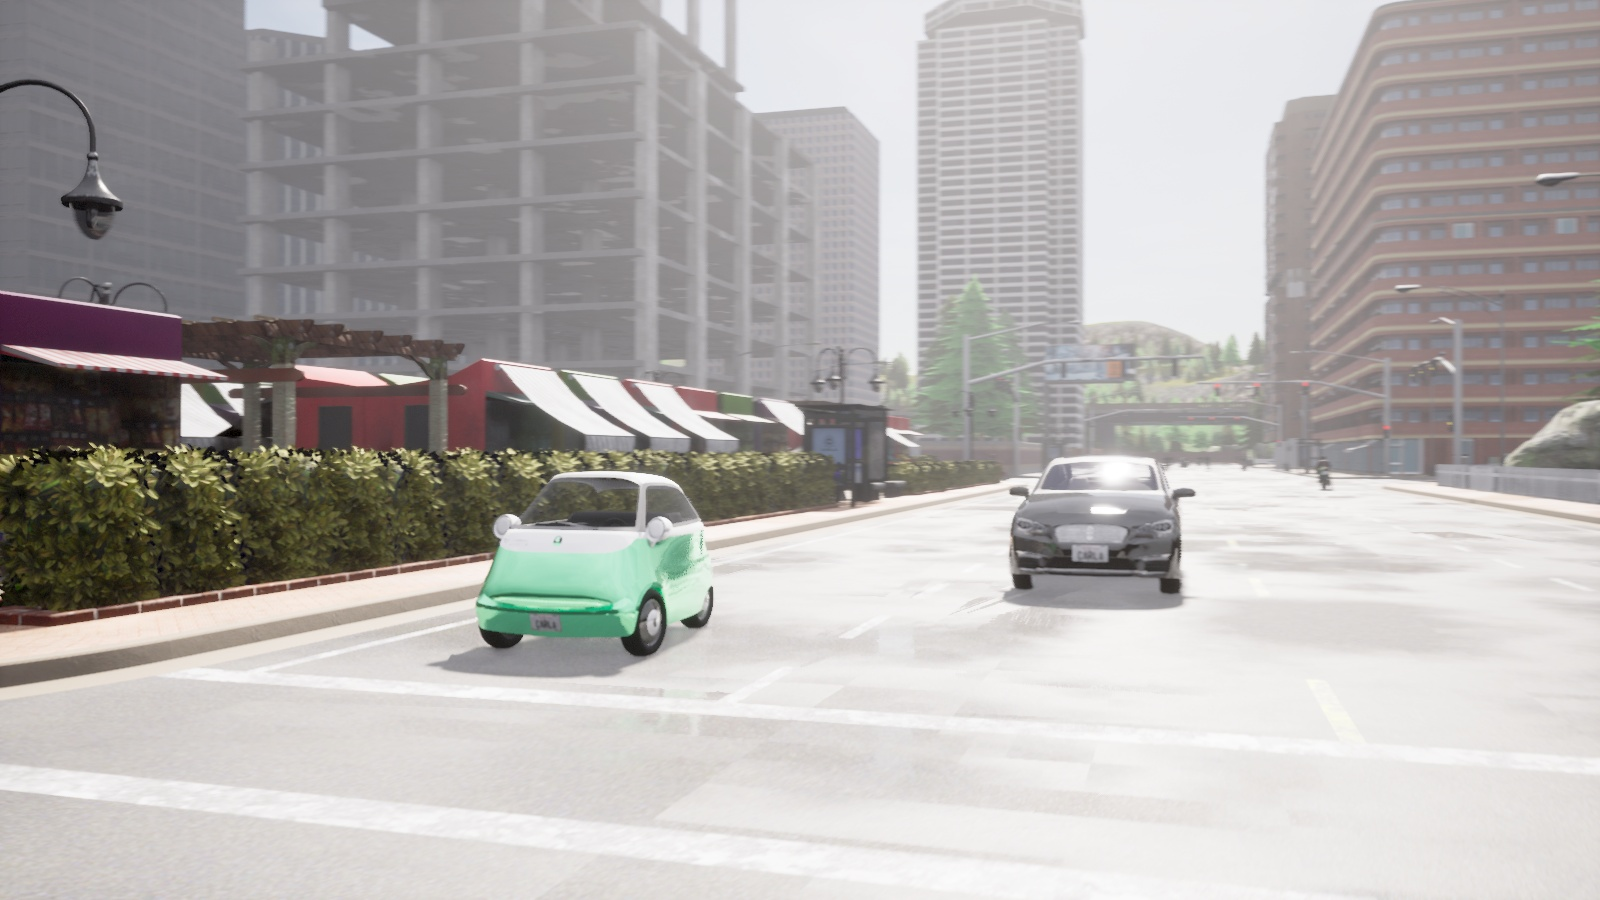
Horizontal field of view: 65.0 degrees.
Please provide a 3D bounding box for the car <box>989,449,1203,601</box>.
[{"bbox_3d":[3.727,0.764,15.186,2.128,1.511,4.902,0,0,17],"label":"car"}]

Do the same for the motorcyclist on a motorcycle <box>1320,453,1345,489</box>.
[{"bbox_3d":[23.490,0.911,55.458,0.797,1.523,2.044,0,0,17],"label":"motorcyclist on a motorcycle"}]

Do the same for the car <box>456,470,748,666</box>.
[{"bbox_3d":[-1.512,0.858,10.200,1.481,1.376,2.207,0,-1,19],"label":"car"}]
